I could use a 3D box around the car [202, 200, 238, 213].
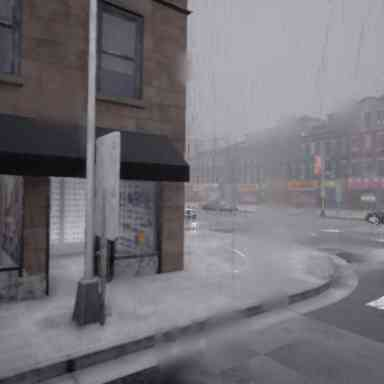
[{"bbox_3d":[2.813,1.588,37.302,2.033,1.411,5.357,1,0,-36],"label":"car"}]

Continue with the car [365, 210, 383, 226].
[{"bbox_3d":[14.041,1.538,21.801,1.882,1.535,5.008,1,-1,-36],"label":"car"}]

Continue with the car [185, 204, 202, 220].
[{"bbox_3d":[-1.560,1.417,26.378,1.812,1.442,4.674,1,-1,-36],"label":"car"}]
